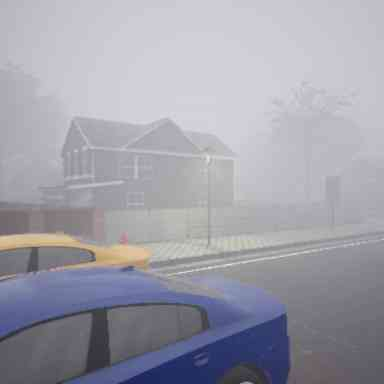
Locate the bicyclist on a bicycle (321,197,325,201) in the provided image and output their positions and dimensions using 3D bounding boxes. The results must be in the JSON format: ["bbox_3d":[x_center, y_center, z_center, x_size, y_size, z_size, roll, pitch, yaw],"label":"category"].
[{"bbox_3d":[16.350,1.438,41.383,1.656,1.620,0.582,0,0,-35],"label":"bicyclist on a bicycle"}]

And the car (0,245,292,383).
[{"bbox_3d":[-1.304,1.478,2.756,5.008,1.535,1.882,0,0,-35],"label":"car"}]

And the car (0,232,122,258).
[{"bbox_3d":[-3.061,1.478,5.495,5.008,1.535,1.882,0,0,-35],"label":"car"}]
